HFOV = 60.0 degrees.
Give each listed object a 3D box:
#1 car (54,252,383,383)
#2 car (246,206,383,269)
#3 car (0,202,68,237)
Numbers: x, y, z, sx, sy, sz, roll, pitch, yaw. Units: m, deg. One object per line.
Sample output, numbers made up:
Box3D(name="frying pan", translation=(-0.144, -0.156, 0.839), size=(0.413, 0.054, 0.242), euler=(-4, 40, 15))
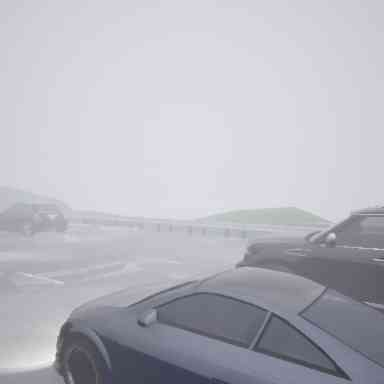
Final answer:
Box3D(name="car", translation=(0.419, 1.561, 3.570), size=(4.181, 1.385, 1.994), euler=(0, 0, 36))
Box3D(name="car", translation=(3.518, 1.223, 5.681), size=(5.566, 2.045, 2.150), euler=(1, 0, 36))
Box3D(name="car", translation=(-8.863, 1.330, 17.873), size=(4.553, 1.767, 2.097), euler=(0, 0, 31))
